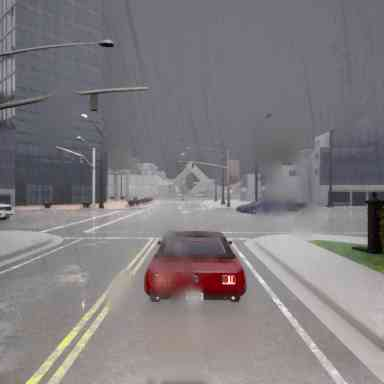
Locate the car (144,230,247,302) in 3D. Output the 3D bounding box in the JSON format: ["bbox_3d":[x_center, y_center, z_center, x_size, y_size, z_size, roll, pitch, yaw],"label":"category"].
[{"bbox_3d":[0.072,1.601,8.208,1.895,1.301,4.718,0,0,0],"label":"car"}]

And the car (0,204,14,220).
[{"bbox_3d":[-17.335,1.339,26.611,5.566,2.045,2.150,-1,0,0],"label":"car"}]

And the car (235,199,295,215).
[{"bbox_3d":[7.064,1.548,33.085,5.357,1.411,2.033,0,0,-14],"label":"car"}]

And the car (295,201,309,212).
[{"bbox_3d":[10.361,1.546,37.597,5.357,1.411,2.033,0,0,1],"label":"car"}]
